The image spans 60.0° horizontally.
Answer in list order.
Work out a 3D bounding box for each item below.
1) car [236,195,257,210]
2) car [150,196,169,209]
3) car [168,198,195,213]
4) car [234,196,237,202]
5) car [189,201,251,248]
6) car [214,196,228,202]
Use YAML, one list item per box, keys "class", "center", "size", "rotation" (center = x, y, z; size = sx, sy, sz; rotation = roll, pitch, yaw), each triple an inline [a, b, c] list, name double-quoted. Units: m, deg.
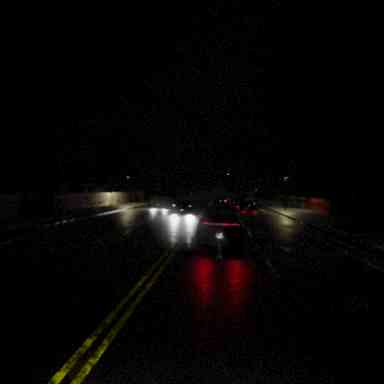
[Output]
- class: "car"
  center: [6.743, 1.347, 40.426]
  size: [1.812, 1.442, 4.674]
  rotation: [2, 1, 5]
- class: "car"
  center: [-3.466, 1.133, 37.797]
  size: [1.994, 1.385, 4.181]
  rotation: [2, 1, 5]
- class: "car"
  center: [-0.719, 1.295, 31.959]
  size: [1.895, 1.301, 4.718]
  rotation: [2, 1, 5]
- class: "car"
  center: [7.593, 1.237, 51.513]
  size: [2.128, 1.511, 4.902]
  rotation: [2, 1, 5]
- class: "car"
  center: [1.237, 1.391, 14.539]
  size: [2.128, 1.511, 4.902]
  rotation: [2, 1, 5]
- class: "car"
  center: [4.052, 1.237, 47.131]
  size: [2.033, 1.411, 5.357]
  rotation: [2, 1, 5]
